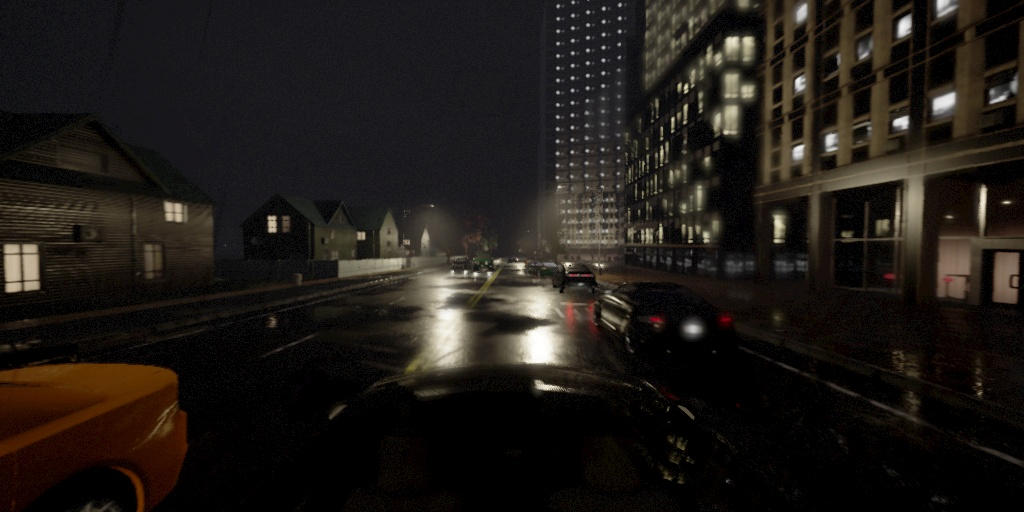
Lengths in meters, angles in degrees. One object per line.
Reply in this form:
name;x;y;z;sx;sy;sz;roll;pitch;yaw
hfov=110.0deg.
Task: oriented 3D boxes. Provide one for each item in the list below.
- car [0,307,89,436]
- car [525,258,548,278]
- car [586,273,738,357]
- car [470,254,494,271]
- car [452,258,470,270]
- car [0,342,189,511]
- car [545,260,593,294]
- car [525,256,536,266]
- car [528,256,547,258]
car;-6.599;1.347;2.429;1.895;1.301;4.718;0;0;0
car;2.733;1.129;31.331;1.994;1.385;4.181;0;0;-17
car;3.251;1.269;8.443;1.994;1.385;4.181;0;0;0
car;-3.305;0.726;42.737;2.150;2.045;5.566;0;0;0
car;-6.543;0.961;46.762;1.882;1.535;5.008;0;0;1
car;-3.349;1.236;0.528;1.882;1.535;5.008;0;0;0
car;3.253;1.127;19.446;2.128;1.511;4.902;0;0;0
car;3.263;0.854;63.652;1.801;1.575;5.366;0;0;0
car;3.259;0.863;41.423;2.097;1.767;4.553;0;0;0
